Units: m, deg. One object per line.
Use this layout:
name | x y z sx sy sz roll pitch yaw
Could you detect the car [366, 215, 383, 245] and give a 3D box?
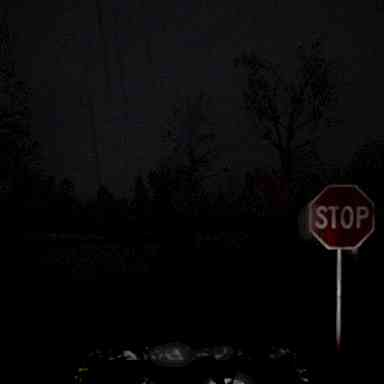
car | 9.936 1.776 16.360 4.181 1.385 1.994 1 1 1
